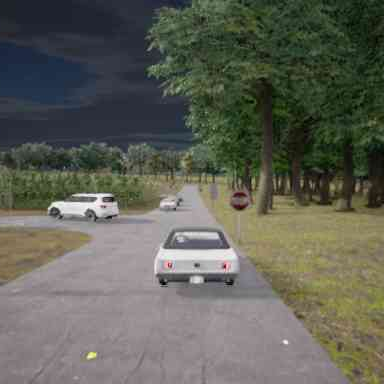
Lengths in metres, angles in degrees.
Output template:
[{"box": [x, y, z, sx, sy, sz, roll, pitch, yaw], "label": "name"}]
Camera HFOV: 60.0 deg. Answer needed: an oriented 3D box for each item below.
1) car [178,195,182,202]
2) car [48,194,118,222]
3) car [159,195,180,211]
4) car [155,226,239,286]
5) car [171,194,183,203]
[{"box": [-2.780, 1.332, 49.009, 1.812, 1.442, 4.674, 0, 1, 0], "label": "car"}, {"box": [-8.364, 1.137, 25.571, 5.566, 2.045, 2.150, 2, 1, 22], "label": "car"}, {"box": [-2.792, 1.463, 39.826, 1.812, 1.442, 4.674, 0, 1, 0], "label": "car"}, {"box": [0.112, 1.632, 9.488, 1.895, 1.301, 4.718, 0, 0, 0], "label": "car"}, {"box": [-2.742, 1.149, 60.468, 1.994, 1.385, 4.181, 0, 1, 0], "label": "car"}]
